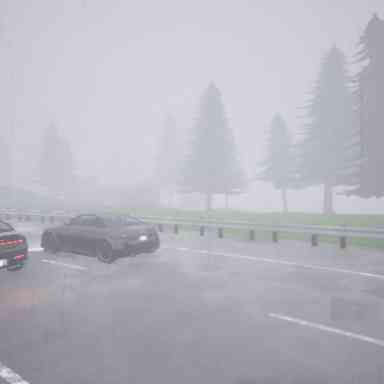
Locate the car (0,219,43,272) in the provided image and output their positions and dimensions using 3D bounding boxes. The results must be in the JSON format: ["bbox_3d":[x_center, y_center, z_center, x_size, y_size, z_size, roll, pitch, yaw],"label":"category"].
[{"bbox_3d":[-6.337,1.380,8.945,4.892,1.490,1.837,0,2,35],"label":"car"}]

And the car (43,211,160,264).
[{"bbox_3d":[-3.071,1.323,10.884,4.181,1.385,1.994,0,2,35],"label":"car"}]
